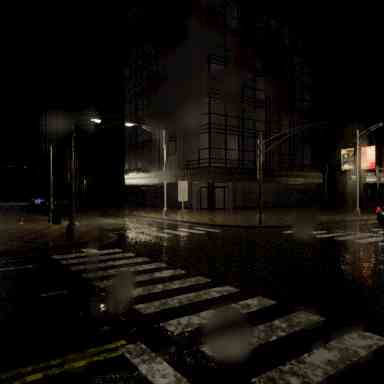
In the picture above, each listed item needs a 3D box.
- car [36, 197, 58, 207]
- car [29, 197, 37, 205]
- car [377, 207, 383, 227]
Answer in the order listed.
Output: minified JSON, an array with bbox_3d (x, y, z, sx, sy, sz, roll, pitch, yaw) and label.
[{"bbox_3d":[-23.003,1.714,53.211,1.895,1.301,4.718,0,0,-35],"label":"car"},{"bbox_3d":[-28.696,1.691,61.444,2.033,1.411,5.357,0,0,-36],"label":"car"},{"bbox_3d":[14.401,1.228,21.818,5.566,2.045,2.150,0,0,-35],"label":"car"}]
